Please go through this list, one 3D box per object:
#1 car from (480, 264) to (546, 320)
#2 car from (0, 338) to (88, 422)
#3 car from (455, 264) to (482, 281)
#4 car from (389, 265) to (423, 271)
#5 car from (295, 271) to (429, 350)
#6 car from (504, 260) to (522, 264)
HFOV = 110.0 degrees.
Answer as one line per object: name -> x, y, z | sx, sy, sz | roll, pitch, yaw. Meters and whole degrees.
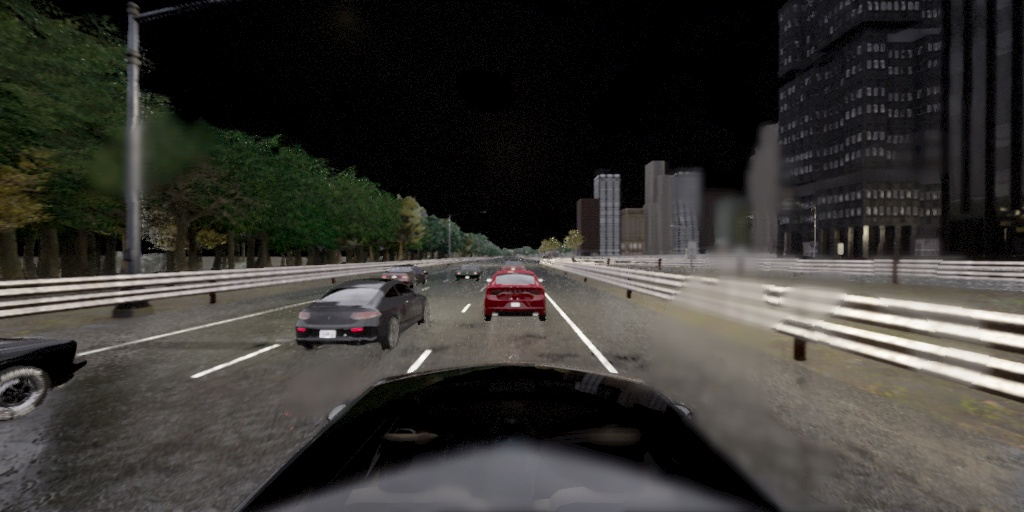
car -> 0.100, 1.225, 12.631 | 1.882, 1.535, 5.008 | 0, 0, 0
car -> -6.903, 1.351, 2.837 | 1.895, 1.301, 4.718 | 0, 0, 0
car -> -3.398, 1.336, 29.512 | 1.895, 1.301, 4.718 | 0, 0, 0
car -> -6.898, 1.289, 23.511 | 2.033, 1.411, 5.357 | 0, 0, 0
car -> -3.401, 1.274, 8.922 | 1.812, 1.442, 4.674 | 0, 0, 0
car -> 0.102, 1.086, 30.549 | 2.097, 1.767, 4.553 | 0, 0, 0
